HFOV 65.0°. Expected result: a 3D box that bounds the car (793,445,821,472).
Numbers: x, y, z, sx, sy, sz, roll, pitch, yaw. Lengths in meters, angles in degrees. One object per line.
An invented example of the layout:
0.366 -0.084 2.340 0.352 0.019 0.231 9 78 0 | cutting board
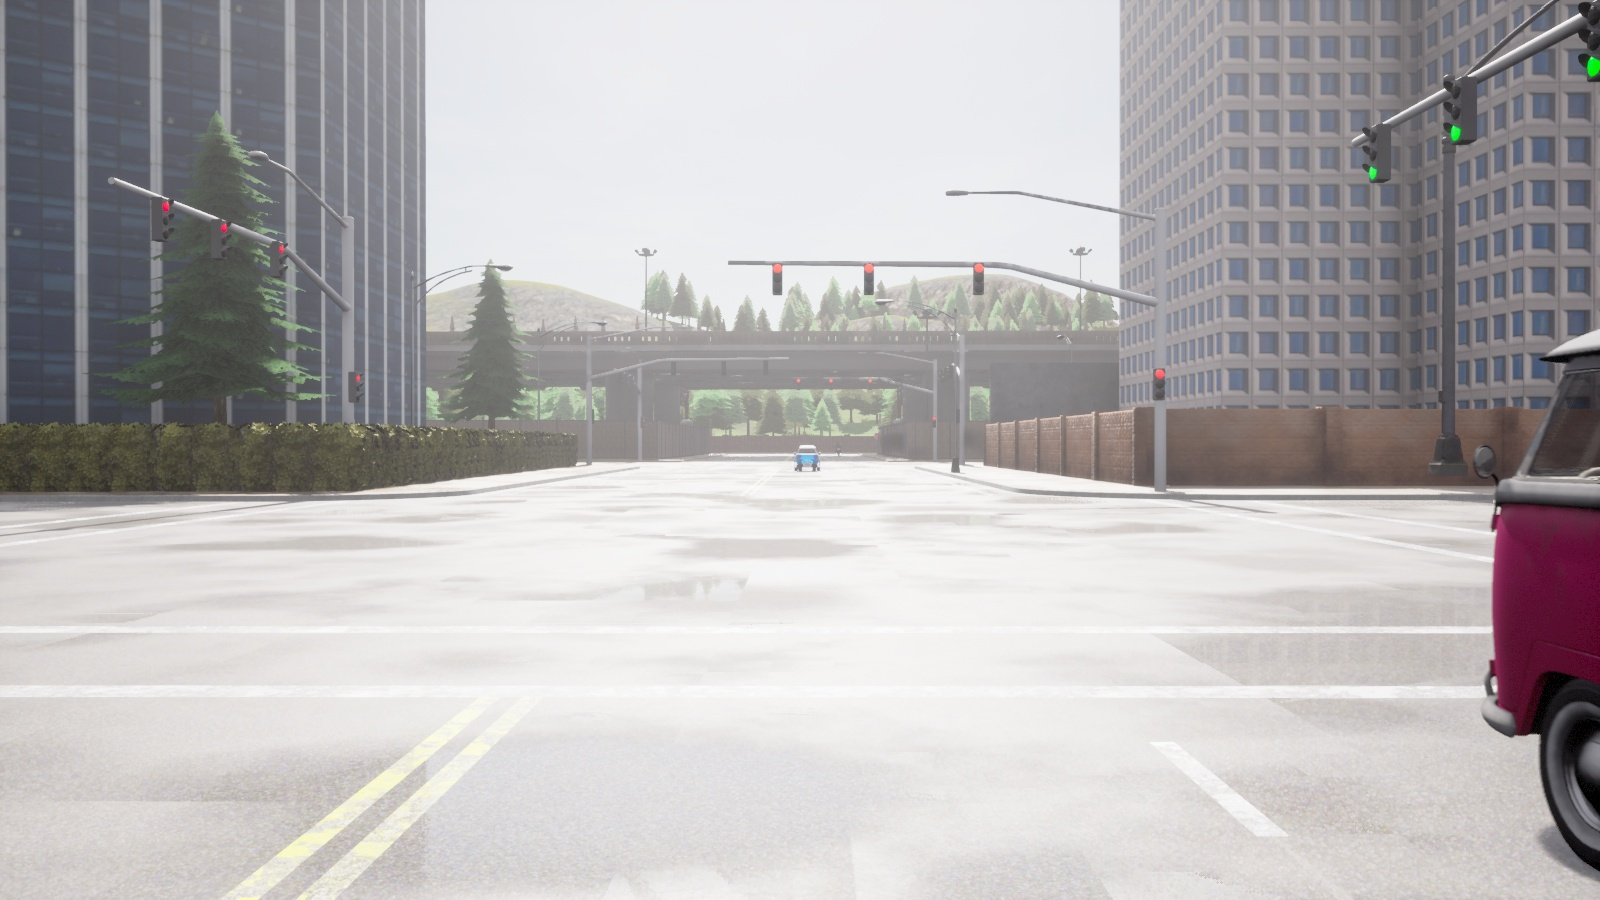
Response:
0.383 0.426 66.471 1.481 1.376 2.207 0 1 0 | car

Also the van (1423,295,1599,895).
3.533 0.481 3.131 1.775 1.987 4.442 0 0 0 | van
